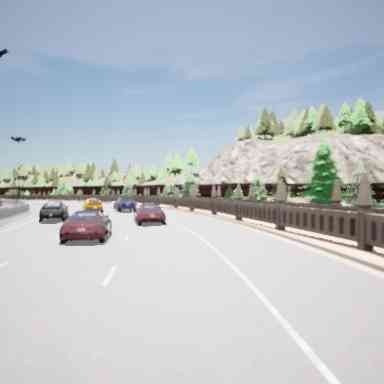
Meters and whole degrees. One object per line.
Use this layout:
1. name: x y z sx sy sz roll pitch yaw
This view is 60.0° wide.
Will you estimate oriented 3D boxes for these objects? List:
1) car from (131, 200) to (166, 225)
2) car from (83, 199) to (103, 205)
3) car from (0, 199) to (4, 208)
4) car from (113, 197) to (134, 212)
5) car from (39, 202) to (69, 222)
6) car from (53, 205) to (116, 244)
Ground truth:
1. car: -3.109 1.548 24.044 1.994 1.385 4.181 0 0 -14
2. car: -11.476 1.502 38.389 1.882 1.535 5.008 0 0 -23
3. car: -25.523 1.614 43.086 1.882 1.535 5.008 0 0 -29
4. car: -7.842 1.347 38.696 2.097 1.767 4.553 -1 0 -22
5. car: -11.048 1.524 26.778 2.128 1.511 4.902 0 0 -16
6. car: -4.993 1.566 16.062 1.994 1.385 4.181 0 0 -9
